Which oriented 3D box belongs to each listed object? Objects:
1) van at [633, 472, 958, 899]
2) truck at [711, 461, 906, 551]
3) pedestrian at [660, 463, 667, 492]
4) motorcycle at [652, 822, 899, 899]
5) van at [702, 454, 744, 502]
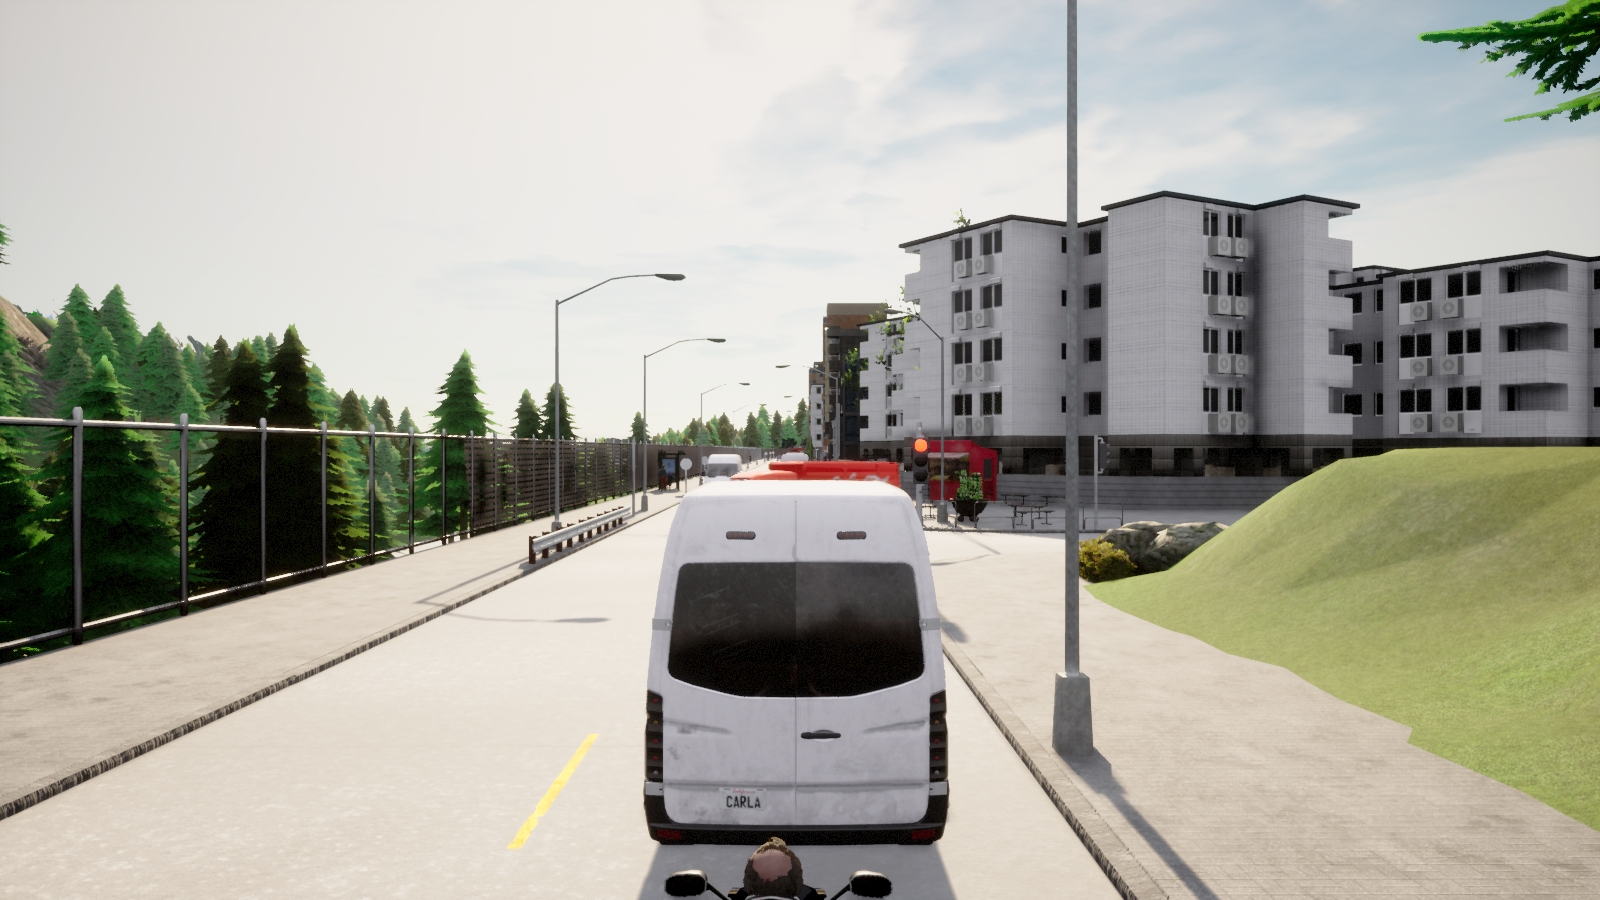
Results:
[{"bbox_3d":[-0.034,1.534,9.946,1.988,2.561,5.915,0,0,0],"label":"van"},{"bbox_3d":[0.267,1.569,34.015,5.204,2.467,2.627,0,-1,-30],"label":"truck"},{"bbox_3d":[-8.645,1.744,72.207,0.375,1.860,0.375,0,0,8],"label":"pedestrian"},{"bbox_3d":[-0.090,2.205,3.746,0.867,1.251,2.209,0,0,1],"label":"motorcycle"},{"bbox_3d":[-4.283,1.534,64.452,1.988,2.561,5.915,0,0,0],"label":"van"}]
